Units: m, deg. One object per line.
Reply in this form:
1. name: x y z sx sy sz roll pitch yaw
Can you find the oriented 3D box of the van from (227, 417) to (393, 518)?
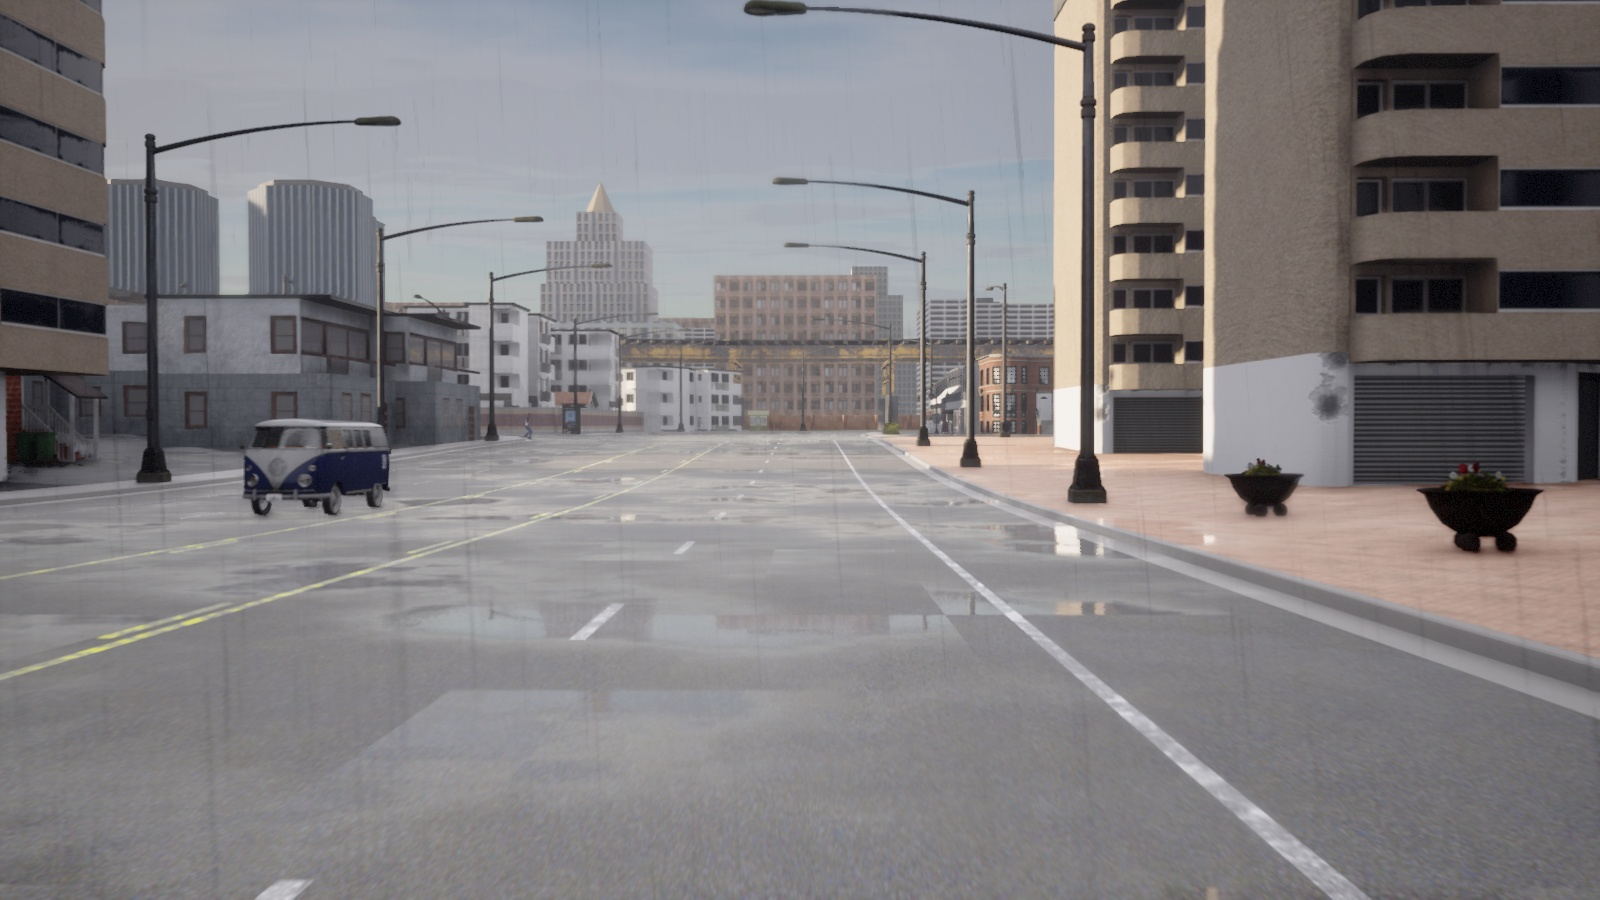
1. van: -10.331 0.316 26.853 1.775 1.987 4.442 0 1 0
